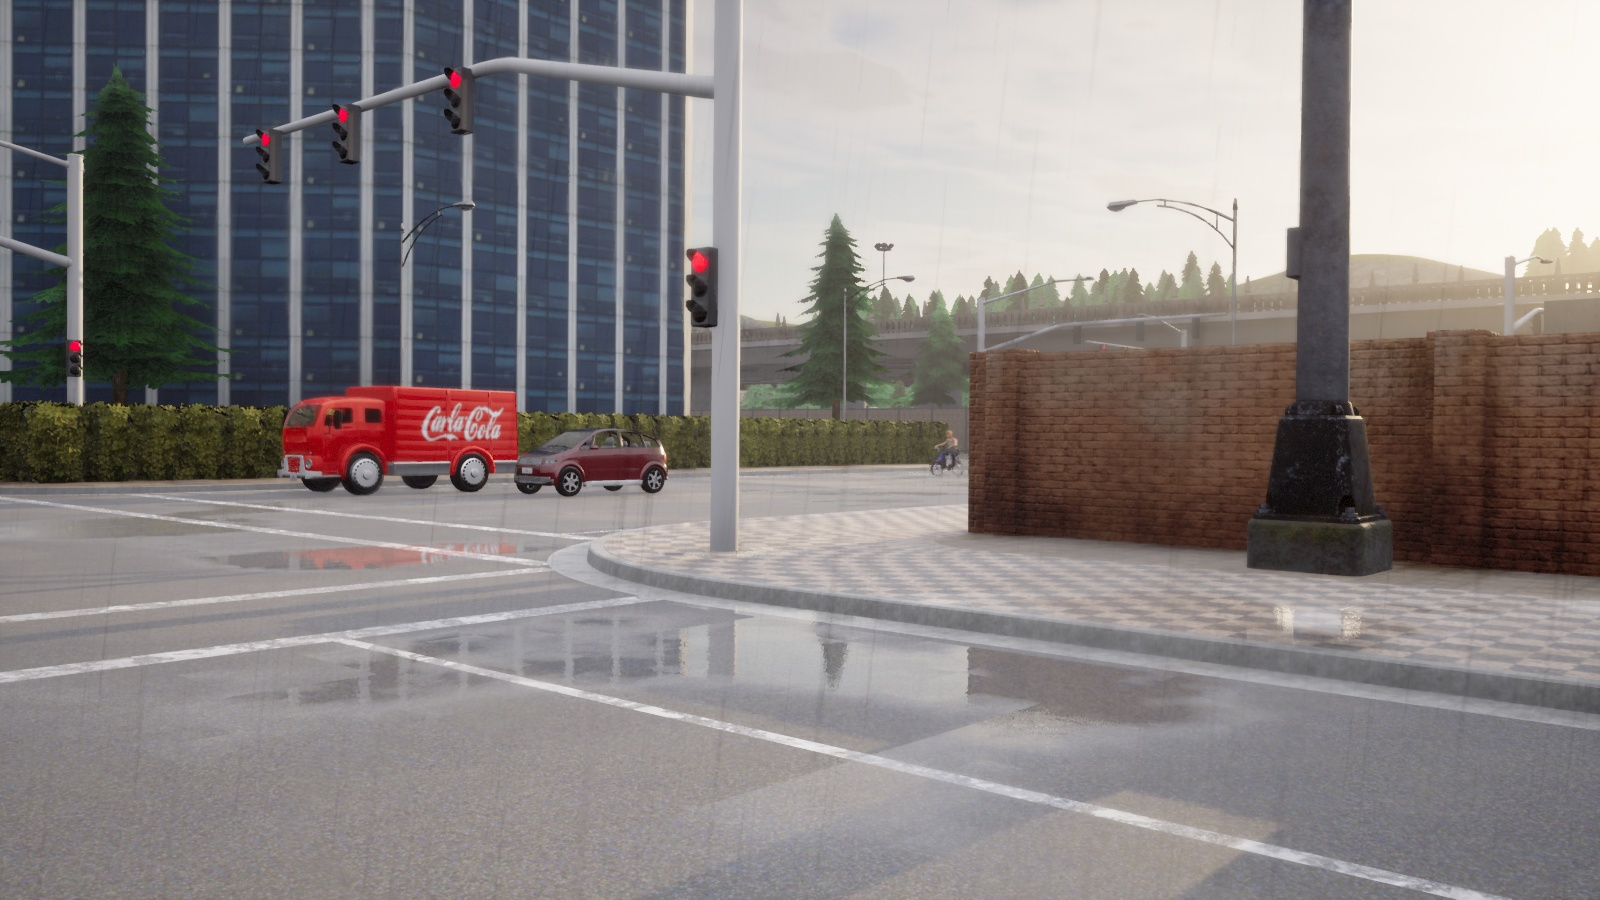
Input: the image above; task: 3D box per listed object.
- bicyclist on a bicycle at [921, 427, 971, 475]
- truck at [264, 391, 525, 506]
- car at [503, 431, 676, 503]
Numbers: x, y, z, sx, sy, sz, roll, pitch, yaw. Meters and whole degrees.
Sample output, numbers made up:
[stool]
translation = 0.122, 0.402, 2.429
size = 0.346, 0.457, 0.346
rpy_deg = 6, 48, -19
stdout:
[bicyclist on a bicycle]
translation = 5.056, 0.028, 43.516
size = 1.509, 1.612, 0.866
rpy_deg = -1, 1, -35
[truck]
translation = -9.437, -0.074, 29.588
size = 2.627, 2.467, 5.204
rpy_deg = 0, 1, 41
[car]
translation = -4.882, 0.352, 29.483
size = 1.789, 1.549, 3.705
rpy_deg = 0, 1, 41
